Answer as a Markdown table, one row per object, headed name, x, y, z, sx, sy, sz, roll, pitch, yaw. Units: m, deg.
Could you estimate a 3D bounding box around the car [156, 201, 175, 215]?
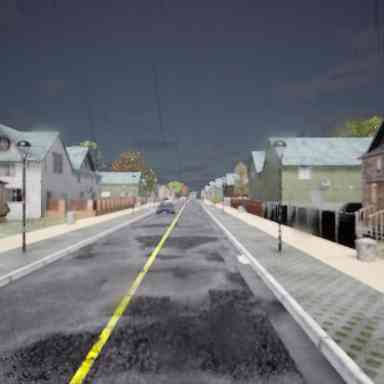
| name | x | y | z | sx | sy | sz | roll | pitch | yaw |
| --- | --- | --- | --- | --- | --- | --- | --- | --- | --- |
| car | -2.774 | 1.719 | 36.300 | 2.033 | 1.411 | 5.357 | 0 | 0 | 0 |
